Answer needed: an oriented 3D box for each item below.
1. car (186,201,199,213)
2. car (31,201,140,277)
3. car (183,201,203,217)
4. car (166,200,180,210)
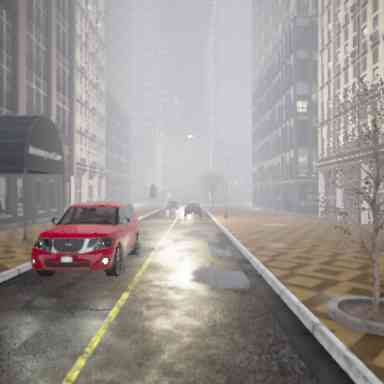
[{"bbox_3d":[0.114,2.049,46.771,1.812,1.442,4.674,0,-1,1],"label":"car"},{"bbox_3d":[-3.097,1.341,10.984,2.150,2.045,5.566,0,-1,0],"label":"car"},{"bbox_3d":[0.106,1.898,35.593,1.837,1.490,4.892,0,-1,0],"label":"car"},{"bbox_3d":[-3.069,2.107,53.465,1.837,1.490,4.892,0,-1,0],"label":"car"}]
